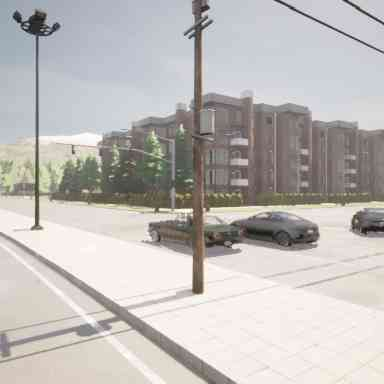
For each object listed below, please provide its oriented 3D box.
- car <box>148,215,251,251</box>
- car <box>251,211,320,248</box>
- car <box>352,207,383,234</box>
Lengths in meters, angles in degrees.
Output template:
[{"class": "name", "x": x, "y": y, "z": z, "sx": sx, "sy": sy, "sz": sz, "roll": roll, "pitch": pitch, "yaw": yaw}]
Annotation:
[{"class": "car", "x": -0.007, "y": 1.601, "z": 14.019, "sx": 1.895, "sy": 1.301, "sz": 4.718, "roll": 0, "pitch": 0, "yaw": -37}, {"class": "car", "x": 3.581, "y": 1.564, "z": 15.056, "sx": 1.994, "sy": 1.385, "sz": 4.181, "roll": 0, "pitch": 0, "yaw": -37}, {"class": "car", "x": 10.395, "y": 1.564, "z": 18.814, "sx": 1.994, "sy": 1.385, "sz": 4.181, "roll": 0, "pitch": 0, "yaw": 19}]
